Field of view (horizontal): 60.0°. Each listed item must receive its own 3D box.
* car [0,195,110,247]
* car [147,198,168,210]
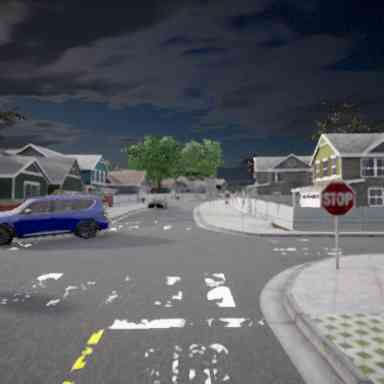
[{"bbox_3d":[-6.491,1.210,14.760,5.566,2.045,2.150,-2,2,-33],"label":"car"},{"bbox_3d":[-3.852,1.341,37.698,1.895,1.301,4.718,0,0,2],"label":"car"}]
